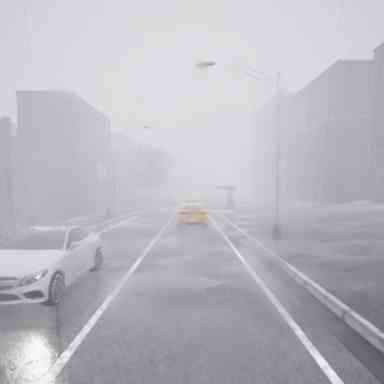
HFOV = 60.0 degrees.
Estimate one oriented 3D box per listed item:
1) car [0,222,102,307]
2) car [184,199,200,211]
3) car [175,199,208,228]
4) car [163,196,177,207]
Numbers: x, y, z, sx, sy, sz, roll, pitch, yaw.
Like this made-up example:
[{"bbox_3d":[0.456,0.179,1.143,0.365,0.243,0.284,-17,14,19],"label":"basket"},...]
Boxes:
[{"bbox_3d":[-3.530,1.521,8.095,1.812,1.442,4.674,0,0,0],"label":"car"},{"bbox_3d":[-0.031,1.617,42.625,1.994,1.385,4.181,0,0,0],"label":"car"},{"bbox_3d":[0.045,1.482,22.374,1.882,1.535,5.008,0,0,0],"label":"car"},{"bbox_3d":[-3.365,1.411,51.768,2.097,1.767,4.553,0,0,1],"label":"car"}]
